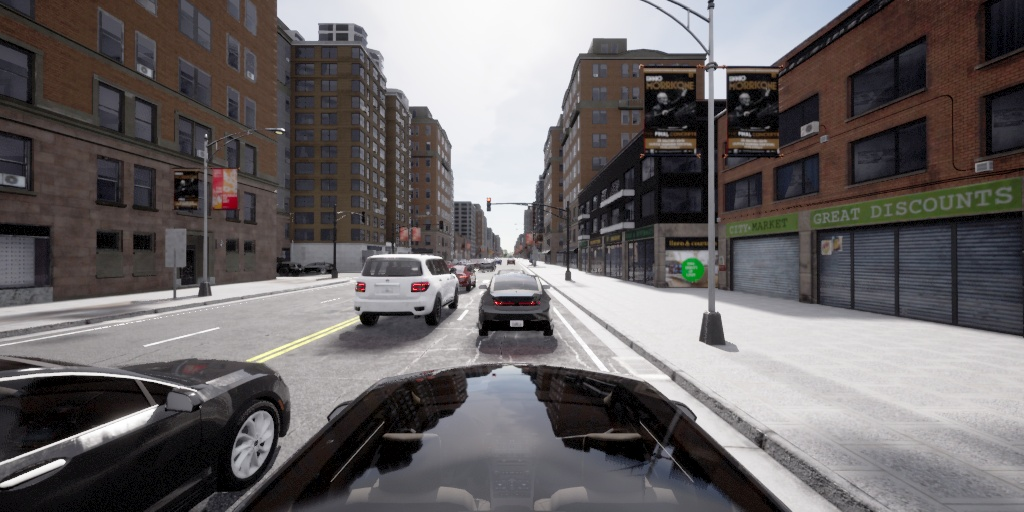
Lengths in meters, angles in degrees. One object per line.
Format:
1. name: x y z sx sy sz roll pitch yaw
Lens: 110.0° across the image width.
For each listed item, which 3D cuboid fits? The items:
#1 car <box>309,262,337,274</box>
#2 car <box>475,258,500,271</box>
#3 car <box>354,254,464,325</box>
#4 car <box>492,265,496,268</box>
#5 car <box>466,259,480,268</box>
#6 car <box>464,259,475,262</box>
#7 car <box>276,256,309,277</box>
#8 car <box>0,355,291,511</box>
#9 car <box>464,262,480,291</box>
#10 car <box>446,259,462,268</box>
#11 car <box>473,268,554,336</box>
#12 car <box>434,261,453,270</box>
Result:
1. car: -22.237 1.347 40.721 4.313 1.339 1.948 0 0 0
2. car: -3.268 1.257 48.207 2.128 1.511 4.902 0 0 3
3. car: -3.175 0.972 11.892 2.150 2.045 5.566 0 0 1
4. car: -0.040 1.353 19.699 1.895 1.301 4.718 0 0 0
5. car: -6.709 1.254 61.671 1.882 1.535 5.008 0 0 0
6. car: -6.709 1.334 52.969 1.994 1.385 4.181 0 0 -1
7. car: -23.563 0.974 35.243 5.566 2.045 2.150 0 0 0
8. car: -3.152 1.255 1.666 1.837 1.490 4.892 0 0 0
9. car: -3.253 1.279 21.593 1.812 1.442 4.674 0 0 0
10. car: -9.952 1.254 61.835 1.882 1.535 5.008 0 0 0
11. car: 0.083 1.256 10.385 1.837 1.490 4.892 0 0 0
12. car: -9.957 1.370 52.587 1.895 1.301 4.718 0 0 0
